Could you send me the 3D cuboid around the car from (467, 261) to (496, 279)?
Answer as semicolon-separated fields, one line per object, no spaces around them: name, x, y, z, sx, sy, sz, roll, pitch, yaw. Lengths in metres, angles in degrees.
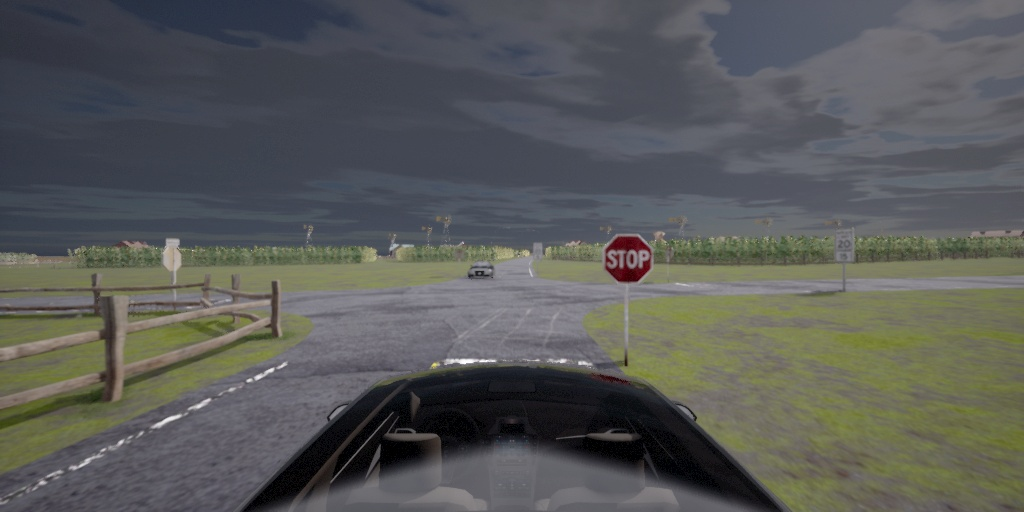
car;-2.408;1.121;29.200;1.994;1.385;4.181;0;1;1
